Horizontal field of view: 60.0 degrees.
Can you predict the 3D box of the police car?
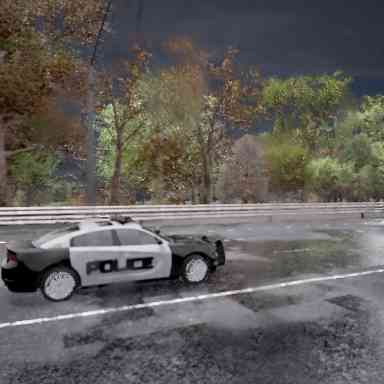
[{"bbox_3d":[-1.647,1.408,8.162,5.238,1.638,1.930,0,0,-25],"label":"police car"}]
